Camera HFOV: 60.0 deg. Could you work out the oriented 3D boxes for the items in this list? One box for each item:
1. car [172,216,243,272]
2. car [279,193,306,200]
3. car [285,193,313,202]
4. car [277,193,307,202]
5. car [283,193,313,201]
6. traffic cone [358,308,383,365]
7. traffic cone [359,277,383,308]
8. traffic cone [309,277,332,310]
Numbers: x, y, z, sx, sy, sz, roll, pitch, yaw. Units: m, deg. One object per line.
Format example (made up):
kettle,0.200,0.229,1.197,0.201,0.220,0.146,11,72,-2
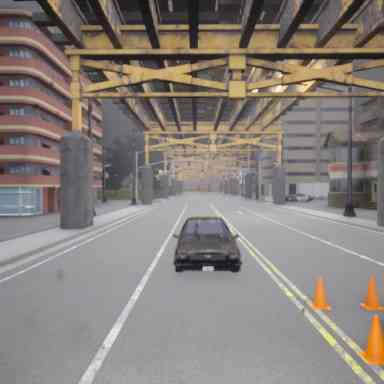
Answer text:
car,0.435,1.528,10.994,2.033,1.411,5.357,0,0,1
car,18.232,0.786,60.229,4.536,1.218,1.853,0,1,26
car,17.811,0.991,56.098,4.974,1.542,2.038,0,1,-19
car,18.185,0.943,60.253,4.974,1.542,2.038,0,1,26
car,17.860,0.834,56.114,4.536,1.218,1.853,0,1,-19
traffic cone,2.475,1.951,4.470,0.340,0.580,0.340,0,0,1
traffic cone,3.498,1.947,6.459,0.340,0.580,0.340,0,0,1
traffic cone,2.498,1.947,6.470,0.340,0.580,0.340,0,0,1
